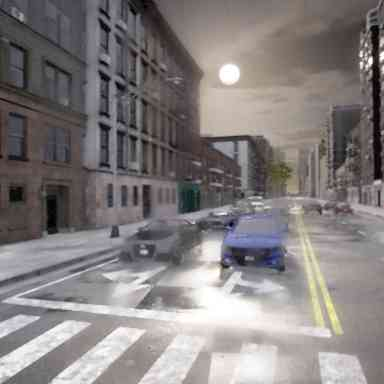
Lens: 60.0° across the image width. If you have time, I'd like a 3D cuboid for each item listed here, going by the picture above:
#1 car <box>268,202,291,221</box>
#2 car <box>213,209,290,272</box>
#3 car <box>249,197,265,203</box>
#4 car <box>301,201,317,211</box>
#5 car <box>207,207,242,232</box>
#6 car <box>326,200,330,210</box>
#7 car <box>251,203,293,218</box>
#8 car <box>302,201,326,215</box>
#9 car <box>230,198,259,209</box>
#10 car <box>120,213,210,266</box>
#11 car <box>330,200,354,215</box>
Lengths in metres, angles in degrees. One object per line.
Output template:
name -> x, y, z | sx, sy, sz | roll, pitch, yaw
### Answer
car -> 8.266, 1.781, 31.138 | 1.837, 1.490, 4.892 | -1, -1, 17
car -> 2.293, 1.568, 11.496 | 1.882, 1.535, 5.008 | -1, -1, 17
car -> 7.667, 1.610, 40.320 | 2.150, 2.045, 5.566 | -1, -1, 14
car -> 17.165, 2.002, 48.961 | 1.895, 1.301, 4.718 | -1, -1, 17
car -> 1.640, 1.808, 20.528 | 1.895, 1.301, 4.718 | -1, -1, 17
car -> 20.265, 1.910, 47.989 | 2.033, 1.411, 5.357 | -1, -1, 17
car -> 5.272, 1.676, 21.316 | 2.128, 1.511, 4.902 | -1, -1, 17
car -> 14.197, 1.820, 39.014 | 1.837, 1.490, 4.892 | -1, -1, 17
car -> 4.559, 1.649, 30.124 | 2.097, 1.767, 4.553 | -1, -1, 17
car -> -0.909, 1.690, 12.142 | 1.994, 1.385, 4.181 | -1, -1, 17
car -> 17.381, 1.805, 38.347 | 1.812, 1.442, 4.674 | -1, -1, 18
